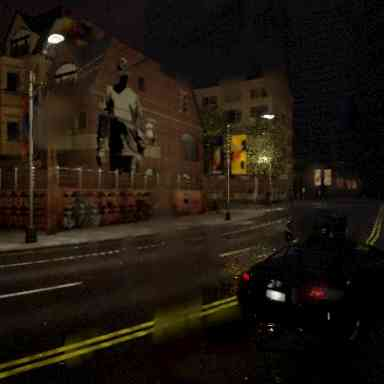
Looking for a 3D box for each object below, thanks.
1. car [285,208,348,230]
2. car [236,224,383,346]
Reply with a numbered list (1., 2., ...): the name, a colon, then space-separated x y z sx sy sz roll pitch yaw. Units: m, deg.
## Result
1. car: 5.976 1.529 15.653 1.882 1.535 5.008 0 0 36
2. car: 2.781 1.585 6.543 4.181 1.385 1.994 0 0 -43
